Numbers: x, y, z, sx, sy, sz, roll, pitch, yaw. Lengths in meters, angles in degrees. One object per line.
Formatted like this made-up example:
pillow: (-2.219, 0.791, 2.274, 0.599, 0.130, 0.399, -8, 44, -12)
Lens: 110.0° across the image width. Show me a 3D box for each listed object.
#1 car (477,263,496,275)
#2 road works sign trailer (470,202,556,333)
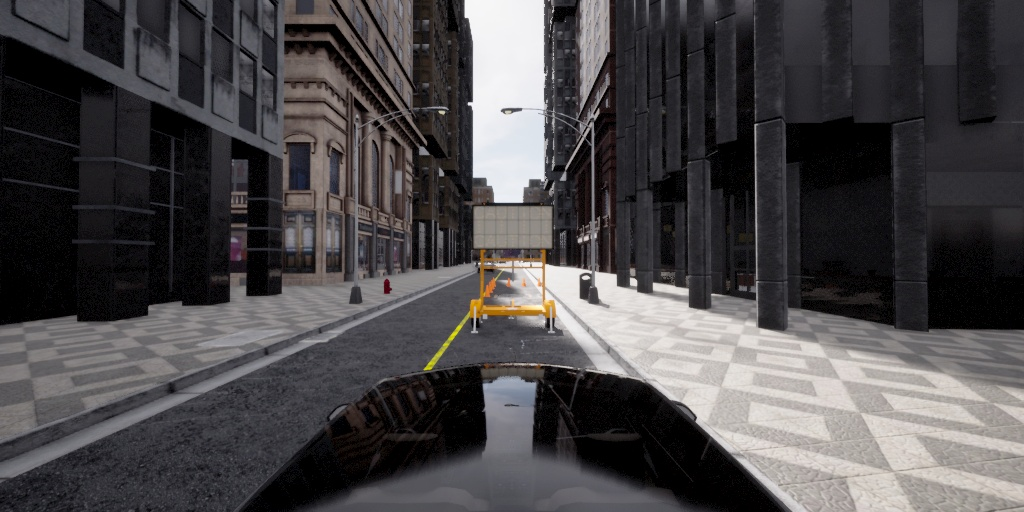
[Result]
car: (-2.875, 1.384, 40.377, 1.895, 1.301, 4.718, 0, 0, 0)
road works sign trailer: (0.029, 0.217, 10.712, 2.380, 3.560, 2.880, 0, 0, 0)
